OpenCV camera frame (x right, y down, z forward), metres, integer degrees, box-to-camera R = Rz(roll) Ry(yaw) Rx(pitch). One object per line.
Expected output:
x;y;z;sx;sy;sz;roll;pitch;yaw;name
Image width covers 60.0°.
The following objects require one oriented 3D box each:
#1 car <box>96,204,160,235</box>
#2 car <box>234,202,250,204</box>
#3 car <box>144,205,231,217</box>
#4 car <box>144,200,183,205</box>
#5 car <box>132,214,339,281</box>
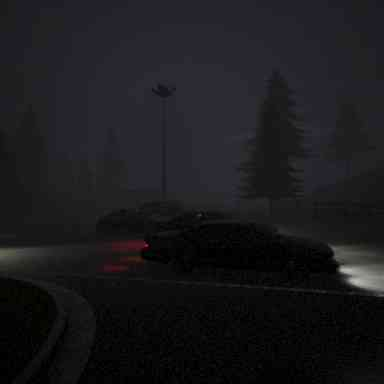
-3.001;1.554;17.866;4.181;1.385;1.994;0;0;14;car
8.960;1.493;60.088;2.033;1.411;5.357;0;0;-6;car
0.896;1.467;13.293;5.008;1.535;1.882;0;0;14;car
-1.233;1.337;21.034;4.553;1.767;2.097;0;0;14;car
1.234;1.539;9.604;5.357;1.411;2.033;0;0;14;car
